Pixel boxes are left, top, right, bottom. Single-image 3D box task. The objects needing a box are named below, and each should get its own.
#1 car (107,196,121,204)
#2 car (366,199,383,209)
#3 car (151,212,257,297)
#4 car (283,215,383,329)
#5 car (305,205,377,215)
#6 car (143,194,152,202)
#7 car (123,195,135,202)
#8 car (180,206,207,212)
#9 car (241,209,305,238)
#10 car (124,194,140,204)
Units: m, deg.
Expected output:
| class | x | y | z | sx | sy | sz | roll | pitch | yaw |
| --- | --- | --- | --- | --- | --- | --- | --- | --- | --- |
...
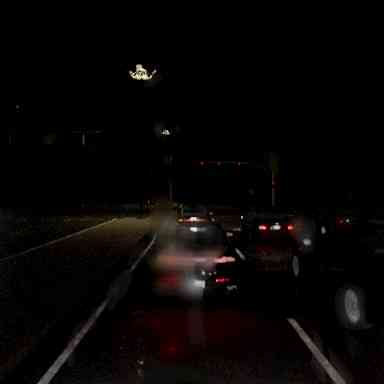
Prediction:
| class | x | y | z | sx | sy | sz | roll | pitch | yaw |
| --- | --- | --- | --- | --- | --- | --- | --- | --- | --- |
| car | -15.093 | 1.496 | 64.727 | 1.882 | 1.535 | 5.008 | 0 | 0 | 0 |
| car | 25.417 | 1.613 | 43.766 | 4.718 | 1.301 | 1.895 | 0 | 0 | 1 |
| car | 0.091 | 1.494 | 8.564 | 2.128 | 1.511 | 4.902 | 0 | 0 | 0 |
| car | 3.593 | 1.480 | 6.960 | 1.882 | 1.535 | 5.008 | 0 | 0 | 0 |
| car | 7.084 | 1.510 | 17.044 | 1.837 | 1.490 | 4.892 | 0 | 0 | 0 |
| car | -11.582 | 1.522 | 80.168 | 1.837 | 1.490 | 4.892 | 0 | 0 | 0 |
| car | -15.082 | 1.562 | 79.994 | 2.033 | 1.411 | 5.357 | 0 | 0 | 0 |
| car | 0.083 | 1.510 | 17.986 | 1.837 | 1.490 | 4.892 | 0 | 0 | 0 |
| car | 3.586 | 1.552 | 16.579 | 2.033 | 1.411 | 5.357 | 0 | 0 | 0 |
| car | -11.596 | 1.582 | 64.923 | 1.994 | 1.385 | 4.181 | 0 | 0 | 1 |
